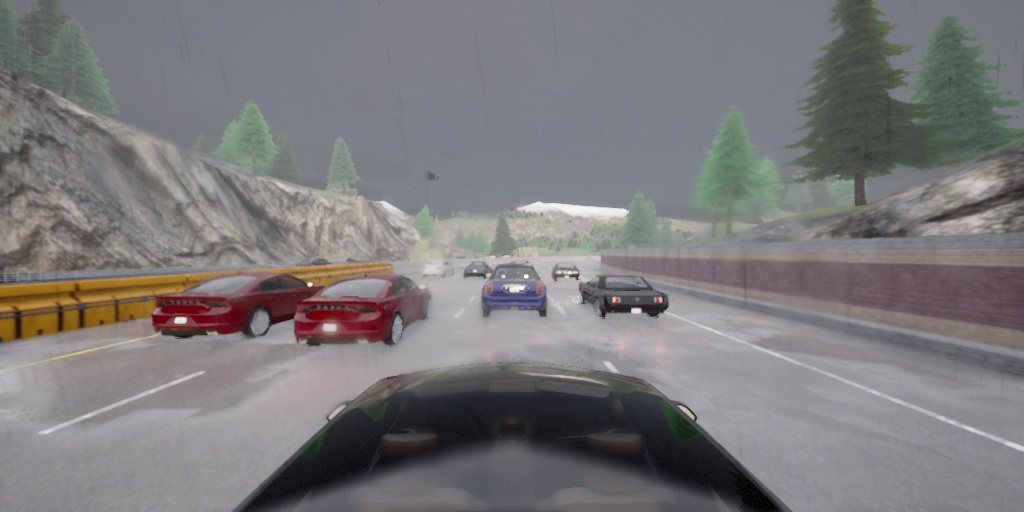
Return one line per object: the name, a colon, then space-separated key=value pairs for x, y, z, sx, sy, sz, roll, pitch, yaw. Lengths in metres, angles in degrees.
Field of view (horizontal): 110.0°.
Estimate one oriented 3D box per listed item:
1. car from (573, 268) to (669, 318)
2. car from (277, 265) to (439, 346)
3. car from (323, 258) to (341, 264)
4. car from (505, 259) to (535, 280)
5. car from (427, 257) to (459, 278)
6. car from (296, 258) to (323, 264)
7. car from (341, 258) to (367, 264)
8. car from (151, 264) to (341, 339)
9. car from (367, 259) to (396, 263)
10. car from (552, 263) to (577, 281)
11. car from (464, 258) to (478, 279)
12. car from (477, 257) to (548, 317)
car: x=3.593 y=1.280 z=12.540 sx=1.895 sy=1.301 sz=4.718 roll=0 pitch=0 yaw=0
car: x=-3.422 y=1.179 z=9.242 sx=1.882 sy=1.535 sz=5.008 roll=0 pitch=0 yaw=0
car: x=-21.699 y=0.986 z=46.494 sx=1.812 sy=1.442 sz=4.674 roll=0 pitch=0 yaw=11
car: x=0.761 y=1.061 z=29.415 sx=2.128 sy=1.511 sz=4.902 roll=0 pitch=0 yaw=5
car: x=-6.169 y=1.090 z=30.394 sx=1.812 sy=1.442 sz=4.674 roll=0 pitch=0 yaw=5
car: x=-25.380 y=0.968 z=45.821 sx=1.837 sy=1.490 sz=4.892 roll=0 pitch=1 yaw=10
car: x=-18.546 y=1.074 z=44.458 sx=1.895 sy=1.301 sz=4.718 roll=0 pitch=0 yaw=11
car: x=-6.918 y=1.174 z=9.971 sx=1.882 sy=1.535 sz=5.008 roll=0 pitch=1 yaw=0
car: x=-15.153 y=1.044 z=43.426 sx=1.994 sy=1.385 sz=4.181 roll=0 pitch=0 yaw=10
car: x=4.120 y=1.181 z=27.826 sx=1.895 sy=1.301 sz=4.718 roll=0 pitch=0 yaw=5
car: x=-2.691 y=1.131 z=29.960 sx=1.994 sy=1.385 sz=4.181 roll=0 pitch=0 yaw=5
car: x=0.094 y=1.028 z=13.010 sx=2.097 sy=1.767 sz=4.553 roll=0 pitch=0 yaw=0
